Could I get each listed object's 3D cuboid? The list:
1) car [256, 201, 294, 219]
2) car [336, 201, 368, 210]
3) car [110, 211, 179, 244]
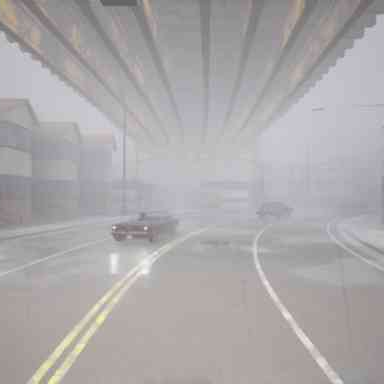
[{"bbox_3d":[7.418,1.540,29.575,2.033,1.411,5.357,0,0,33],"label":"car"},{"bbox_3d":[23.221,1.987,48.218,4.718,1.301,1.895,2,-1,-25],"label":"car"},{"bbox_3d":[-2.141,1.611,16.254,1.895,1.301,4.718,0,0,14],"label":"car"}]
